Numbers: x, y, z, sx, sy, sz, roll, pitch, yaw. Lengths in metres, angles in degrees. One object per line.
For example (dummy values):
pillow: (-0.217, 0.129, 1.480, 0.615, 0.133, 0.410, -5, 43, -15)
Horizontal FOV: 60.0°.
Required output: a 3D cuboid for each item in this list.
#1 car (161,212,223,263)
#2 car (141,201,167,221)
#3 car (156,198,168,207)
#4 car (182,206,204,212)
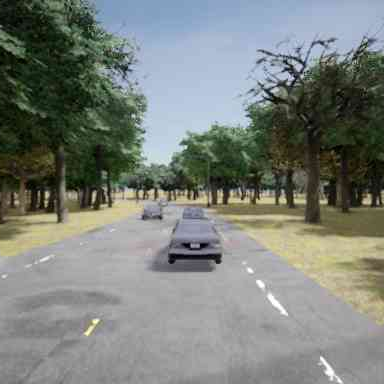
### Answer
car: (0.103, 1.702, 12.579, 2.033, 1.411, 5.357, 0, -1, 0)
car: (-3.657, 1.917, 31.679, 1.812, 1.442, 4.674, 0, -1, -1)
car: (-6.203, 2.435, 72.790, 2.128, 1.511, 4.902, 0, -1, -7)
car: (0.088, 1.903, 28.967, 2.033, 1.411, 5.357, 0, -1, 0)
